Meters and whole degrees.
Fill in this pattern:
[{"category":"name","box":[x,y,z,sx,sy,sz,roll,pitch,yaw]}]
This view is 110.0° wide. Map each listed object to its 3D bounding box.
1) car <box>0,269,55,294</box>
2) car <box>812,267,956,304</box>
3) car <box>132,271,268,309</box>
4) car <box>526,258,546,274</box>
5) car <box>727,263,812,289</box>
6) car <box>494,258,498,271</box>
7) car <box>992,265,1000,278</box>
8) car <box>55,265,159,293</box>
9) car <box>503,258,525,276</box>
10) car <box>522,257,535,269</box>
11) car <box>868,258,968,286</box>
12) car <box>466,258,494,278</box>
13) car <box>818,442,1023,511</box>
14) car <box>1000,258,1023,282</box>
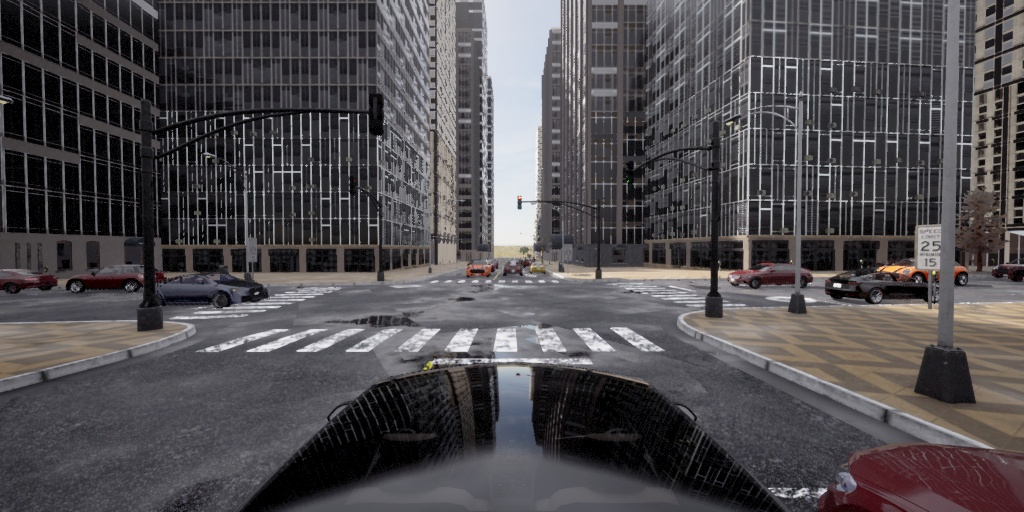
[{"category":"car","box":[-28.204,1.391,20.004,4.207,1.307,1.802,0,0,-5]},{"category":"car","box":[16.124,1.293,15.693,4.313,1.339,1.948,0,0,-5]},{"category":"car","box":[-12.860,1.413,15.231,4.181,1.385,1.994,0,1,-1]},{"category":"car","box":[2.805,1.254,39.933,1.751,1.417,4.829,0,0,0]},{"category":"car","box":[15.392,1.135,21.437,4.674,1.442,1.812,0,1,-5]},{"category":"car","box":[-3.116,1.203,44.214,1.882,1.535,5.008,0,0,0]},{"category":"car","box":[37.693,0.864,26.110,4.097,1.591,1.967,0,0,-5]},{"category":"car","box":[-22.579,1.216,20.528,4.097,1.591,1.967,0,0,-5]},{"category":"car","box":[0.103,1.256,37.193,1.812,1.442,4.674,0,0,0]},{"category":"car","box":[2.709,1.028,55.015,2.192,1.841,5.009,0,0,0]},{"category":"car","box":[25.339,0.904,22.347,4.553,1.767,2.097,0,1,-5]},{"category":"car","box":[-3.112,1.085,34.279,2.097,1.767,4.553,0,0,0]},{"category":"car","box":[2.692,1.333,0.395,1.802,1.307,4.207,0,0,0]},{"category":"car","box":[35.348,0.845,23.267,4.553,1.767,2.097,0,1,-5]}]
